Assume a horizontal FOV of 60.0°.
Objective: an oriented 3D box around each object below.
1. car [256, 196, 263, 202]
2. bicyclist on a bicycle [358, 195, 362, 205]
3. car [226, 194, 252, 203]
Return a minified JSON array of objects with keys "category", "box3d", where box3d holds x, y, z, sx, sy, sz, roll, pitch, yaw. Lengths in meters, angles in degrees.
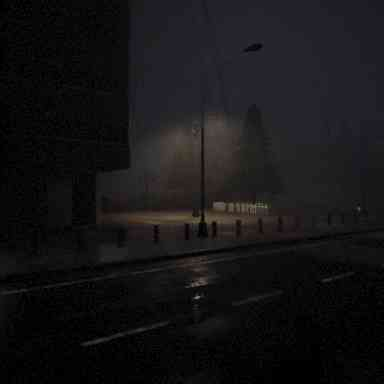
[{"category":"car","box3d":[11.610,1.483,65.076,1.882,1.535,5.008,0,0,-36]},{"category":"bicyclist on a bicycle","box3d":[26.337,1.299,52.001,1.656,1.620,0.582,0,0,-36]},{"category":"car","box3d":[8.744,1.256,63.066,2.150,2.045,5.566,0,0,-36]}]
